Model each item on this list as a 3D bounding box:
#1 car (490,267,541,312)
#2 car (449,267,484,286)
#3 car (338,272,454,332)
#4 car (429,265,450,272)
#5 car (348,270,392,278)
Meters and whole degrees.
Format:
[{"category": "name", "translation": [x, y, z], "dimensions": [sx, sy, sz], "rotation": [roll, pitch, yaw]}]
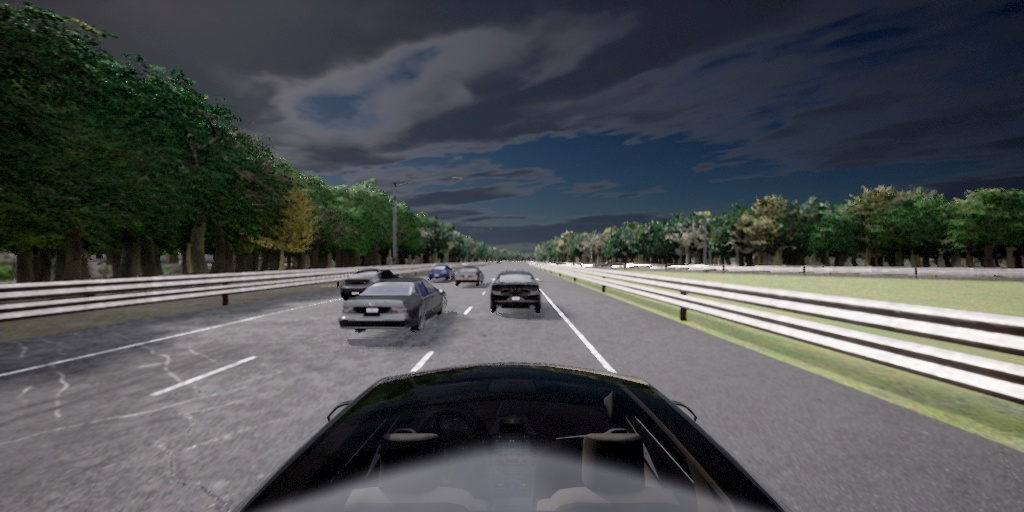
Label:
[{"category": "car", "translation": [0.146, 1.363, 15.006], "dimensions": [1.882, 1.535, 5.008], "rotation": [0, -1, 0]}, {"category": "car", "translation": [-3.297, 1.577, 28.534], "dimensions": [2.033, 1.411, 5.357], "rotation": [0, -1, 0]}, {"category": "car", "translation": [-3.379, 1.393, 11.225], "dimensions": [2.033, 1.411, 5.357], "rotation": [0, -1, 0]}, {"category": "car", "translation": [-6.774, 1.591, 34.577], "dimensions": [1.812, 1.442, 4.674], "rotation": [0, -1, 0]}, {"category": "car", "translation": [-6.838, 1.422, 18.105], "dimensions": [1.837, 1.490, 4.892], "rotation": [0, 0, 0]}]
